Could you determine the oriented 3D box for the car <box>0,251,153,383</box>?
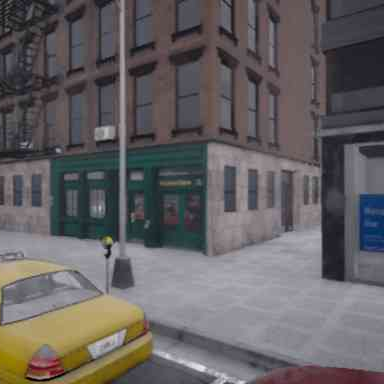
[{"bbox_3d":[-2.749,1.537,4.771,4.829,1.417,1.752,0,0,35],"label":"car"}]

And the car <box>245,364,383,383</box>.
[{"bbox_3d":[2.015,1.580,1.372,4.206,1.307,1.802,0,0,35],"label":"car"}]
